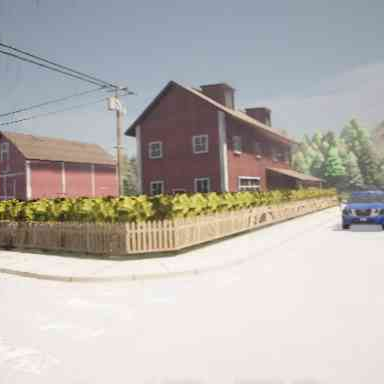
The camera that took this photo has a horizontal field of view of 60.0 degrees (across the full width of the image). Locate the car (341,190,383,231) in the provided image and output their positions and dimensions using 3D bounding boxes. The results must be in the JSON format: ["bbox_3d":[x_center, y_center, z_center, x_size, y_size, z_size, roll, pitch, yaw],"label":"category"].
[{"bbox_3d":[9.904,0.963,18.781,2.150,2.045,5.566,-2,0,32],"label":"car"}]
